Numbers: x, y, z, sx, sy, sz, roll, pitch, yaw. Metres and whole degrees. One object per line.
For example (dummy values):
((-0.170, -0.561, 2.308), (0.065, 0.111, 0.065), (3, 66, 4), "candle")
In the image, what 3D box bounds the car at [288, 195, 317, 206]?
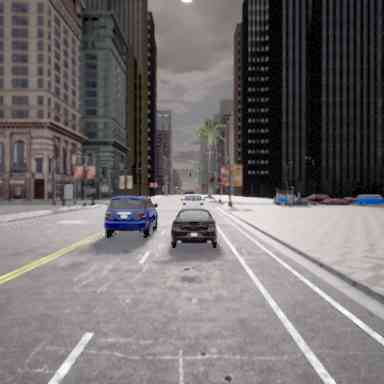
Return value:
((17.078, 1.584, 53.160), (4.403, 1.369, 2.008), (0, 0, 0), "car")

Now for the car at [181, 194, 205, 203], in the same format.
((0.104, 1.242, 32.586), (2.150, 2.045, 5.566), (0, 0, 0), "car")

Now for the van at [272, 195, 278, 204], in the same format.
((17.075, 1.356, 61.685), (3.998, 1.788, 1.690), (0, 0, 0), "van")

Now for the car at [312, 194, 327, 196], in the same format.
((22.752, 1.326, 61.686), (5.009, 1.841, 2.192), (0, 0, 0), "car")

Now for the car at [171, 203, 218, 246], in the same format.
((0.103, 1.487, 15.234), (1.882, 1.535, 5.008), (0, 0, 0), "car")

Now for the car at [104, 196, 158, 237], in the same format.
((-3.148, 1.233, 18.099), (2.150, 2.045, 5.566), (0, 0, 0), "car")

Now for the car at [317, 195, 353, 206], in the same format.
((22.756, 1.612, 53.162), (4.206, 1.307, 1.802), (0, 0, 0), "car")

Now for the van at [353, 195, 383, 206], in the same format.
((28.433, 1.367, 53.162), (3.998, 1.788, 1.690), (0, 0, 0), "van")

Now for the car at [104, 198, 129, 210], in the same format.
((-9.768, 1.576, 43.647), (2.033, 1.411, 5.357), (0, 0, 0), "car")

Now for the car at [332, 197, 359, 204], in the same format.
((28.430, 1.590, 61.688), (4.206, 1.307, 1.802), (0, 0, 0), "car")

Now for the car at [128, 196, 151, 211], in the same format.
((-6.533, 1.379, 41.819), (2.097, 1.767, 4.553), (0, 0, 1), "car")
